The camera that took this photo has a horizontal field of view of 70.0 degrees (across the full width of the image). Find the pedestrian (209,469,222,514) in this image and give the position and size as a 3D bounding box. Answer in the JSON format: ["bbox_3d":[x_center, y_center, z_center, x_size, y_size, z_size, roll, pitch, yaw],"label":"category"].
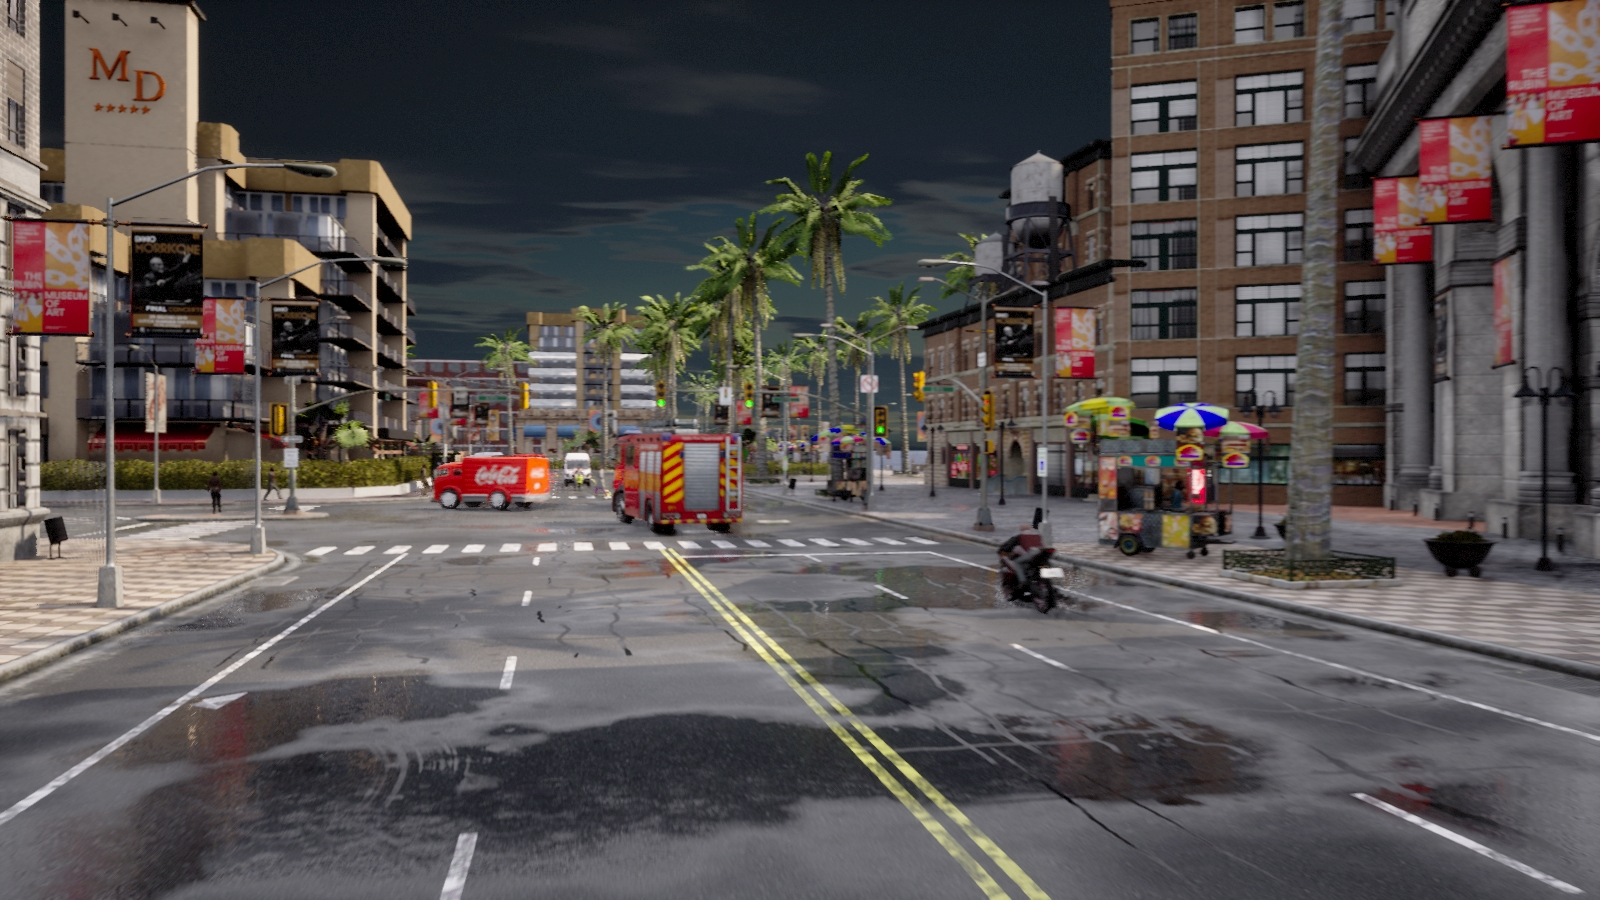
[{"bbox_3d":[-24.125,1.718,47.149,0.375,1.860,0.375,0,0,-12],"label":"pedestrian"}]

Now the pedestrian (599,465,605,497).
[{"bbox_3d":[-11.841,1.856,68.295,0.375,1.860,0.375,0,0,-9],"label":"pedestrian"}]

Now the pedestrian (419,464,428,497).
[{"bbox_3d":[-21.385,1.711,64.846,0.375,1.860,0.375,0,0,-42],"label":"pedestrian"}]

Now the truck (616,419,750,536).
[{"bbox_3d":[-4.505,0.894,41.922,2.891,3.827,8.468,0,0,-20],"label":"truck"}]

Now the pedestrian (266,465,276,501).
[{"bbox_3d":[-27.382,1.713,59.115,0.375,1.860,0.375,0,0,-8],"label":"pedestrian"}]

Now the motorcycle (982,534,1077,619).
[{"bbox_3d":[4.029,2.203,20.275,0.867,1.251,2.209,0,0,-11],"label":"motorcycle"}]

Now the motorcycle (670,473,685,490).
[{"bbox_3d":[-8.689,2.219,80.949,0.803,1.145,2.033,0,0,-12],"label":"motorcycle"}]

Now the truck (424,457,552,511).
[{"bbox_3d":[-14.718,1.575,54.023,5.204,2.467,2.627,0,-1,15],"label":"truck"}]

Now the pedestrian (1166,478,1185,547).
[{"bbox_3d":[10.242,1.692,31.180,0.375,1.860,0.375,0,0,41],"label":"pedestrian"}]
